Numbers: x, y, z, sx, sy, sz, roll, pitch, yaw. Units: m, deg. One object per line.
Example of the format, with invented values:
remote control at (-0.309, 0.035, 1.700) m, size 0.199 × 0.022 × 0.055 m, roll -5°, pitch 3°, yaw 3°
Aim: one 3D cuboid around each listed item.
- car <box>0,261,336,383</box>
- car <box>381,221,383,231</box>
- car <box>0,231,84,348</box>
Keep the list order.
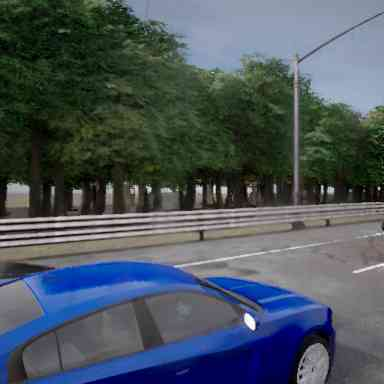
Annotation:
car at (-0.552, 1.477, 3.353) m, size 5.008 × 1.535 × 1.882 m, roll 0°, pitch 0°, yaw -35°
car at (11.171, 1.537, 16.014) m, size 4.718 × 1.301 × 1.895 m, roll 0°, pitch 0°, yaw -35°
car at (-4.563, 1.546, 4.786) m, size 5.357 × 1.411 × 2.033 m, roll 0°, pitch 0°, yaw -36°
